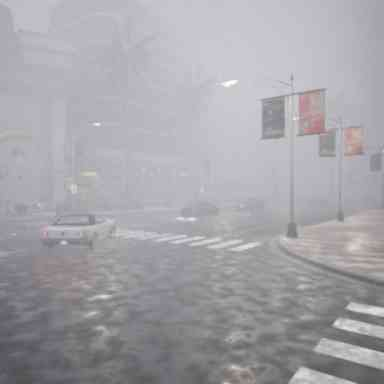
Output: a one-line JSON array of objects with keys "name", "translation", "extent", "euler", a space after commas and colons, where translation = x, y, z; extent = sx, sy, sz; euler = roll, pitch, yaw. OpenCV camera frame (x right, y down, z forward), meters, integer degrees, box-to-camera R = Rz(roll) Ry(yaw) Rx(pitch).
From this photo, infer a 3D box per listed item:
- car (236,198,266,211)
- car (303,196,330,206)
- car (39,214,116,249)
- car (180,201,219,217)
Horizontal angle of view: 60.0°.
[{"name": "car", "translation": [6.979, 1.451, 39.025], "extent": [2.128, 1.511, 4.902], "euler": [0, 0, 37]}, {"name": "car", "translation": [19.303, 1.431, 51.549], "extent": [4.902, 1.511, 2.128], "euler": [0, 0, -35]}, {"name": "car", "translation": [-4.746, 1.592, 14.605], "extent": [1.895, 1.301, 4.718], "euler": [0, 0, 1]}, {"name": "car", "translation": [0.751, 1.536, 30.697], "extent": [1.994, 1.385, 4.181], "euler": [0, 0, 37]}]
